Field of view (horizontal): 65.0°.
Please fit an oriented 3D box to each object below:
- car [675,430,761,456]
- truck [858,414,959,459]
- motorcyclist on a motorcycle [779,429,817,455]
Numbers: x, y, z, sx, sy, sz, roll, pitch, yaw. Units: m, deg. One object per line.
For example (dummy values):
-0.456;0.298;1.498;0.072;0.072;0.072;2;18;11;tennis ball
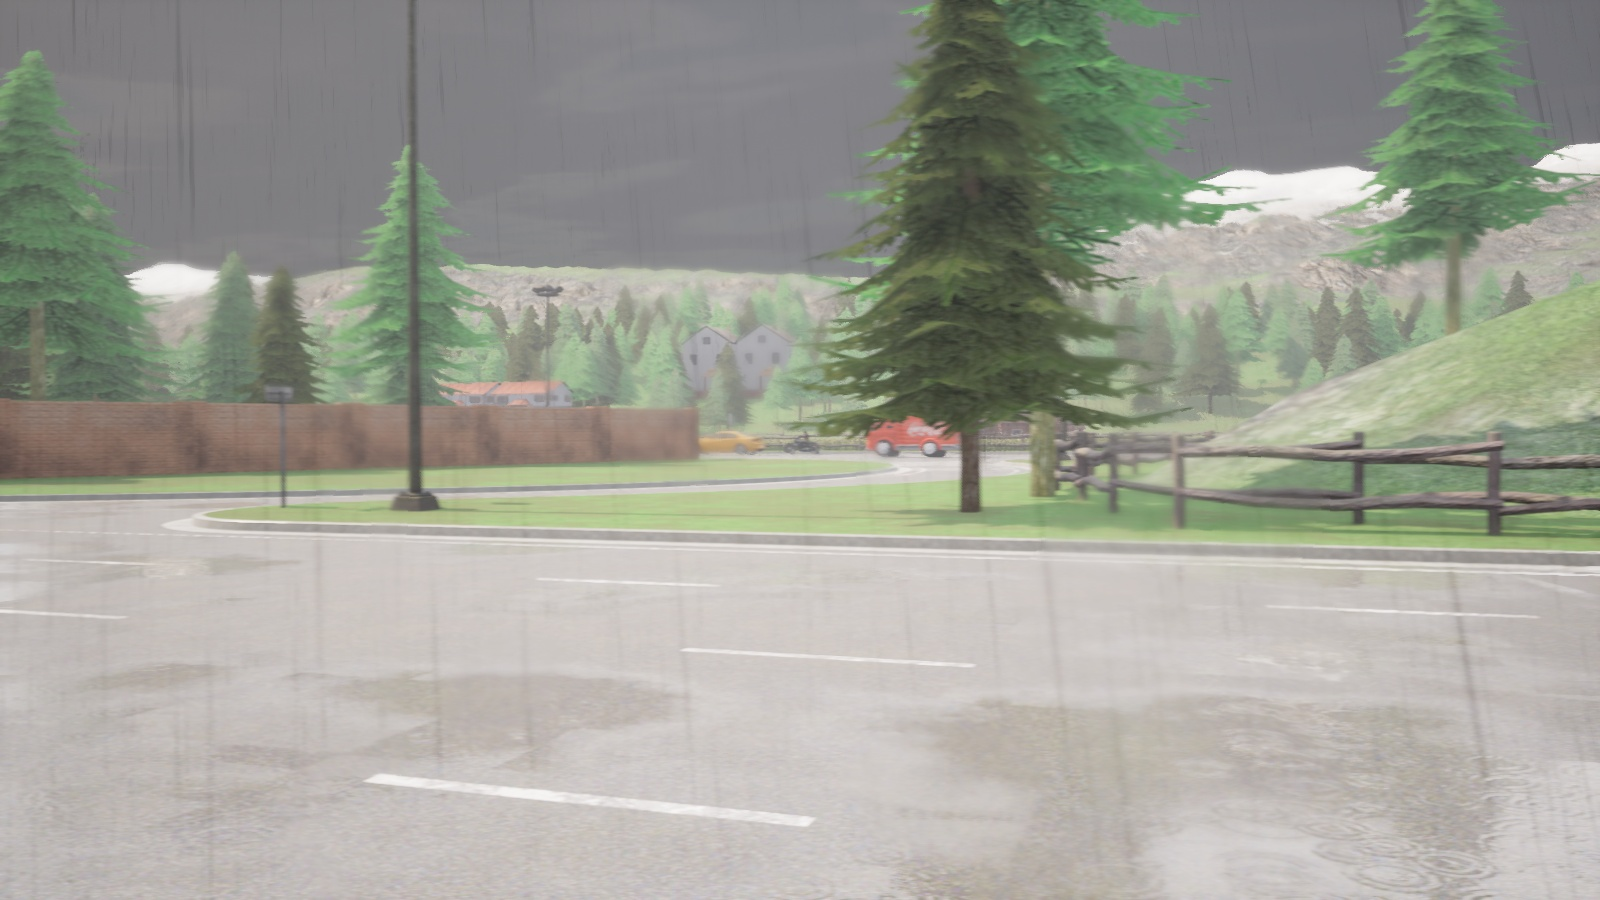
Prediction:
-5.132;-0.450;78.431;5.008;1.535;1.882;1;1;19;car
6.139;-0.760;70.903;5.204;2.467;2.627;0;1;19;truck
-0.141;-0.493;80.433;2.350;1.649;0.766;0;1;19;motorcyclist on a motorcycle
